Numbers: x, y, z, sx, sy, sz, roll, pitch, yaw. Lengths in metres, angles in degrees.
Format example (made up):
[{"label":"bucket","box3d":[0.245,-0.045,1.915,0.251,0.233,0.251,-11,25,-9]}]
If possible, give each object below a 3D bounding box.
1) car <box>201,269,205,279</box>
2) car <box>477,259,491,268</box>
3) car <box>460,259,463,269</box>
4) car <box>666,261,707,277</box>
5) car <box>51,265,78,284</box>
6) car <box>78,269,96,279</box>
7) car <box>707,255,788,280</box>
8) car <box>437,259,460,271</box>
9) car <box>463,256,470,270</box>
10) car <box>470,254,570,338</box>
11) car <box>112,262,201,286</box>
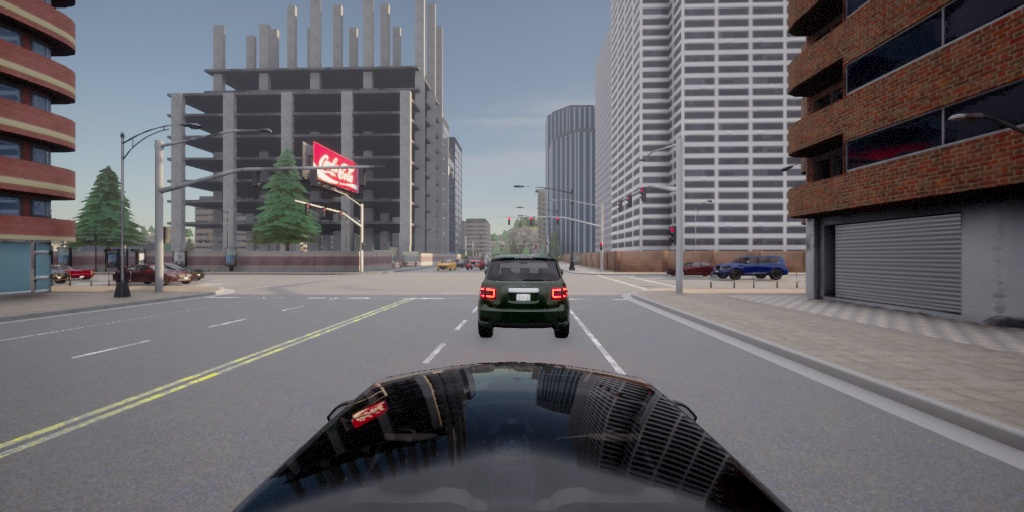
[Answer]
[{"label":"car","box3d":[-27.202,1.227,28.350,5.008,1.535,1.882,0,0,2]},{"label":"car","box3d":[-4.833,1.275,62.156,1.812,1.442,4.674,0,0,3]},{"label":"car","box3d":[-8.494,1.227,58.305,1.882,1.535,5.008,0,0,2]},{"label":"car","box3d":[17.312,1.227,34.099,5.008,1.535,1.882,0,0,2]},{"label":"car","box3d":[-34.005,1.255,25.071,4.892,1.490,1.837,0,0,2]},{"label":"car","box3d":[-36.494,1.350,28.655,4.718,1.301,1.895,0,0,2]},{"label":"car","box3d":[20.227,0.971,30.505,5.566,2.045,2.150,0,0,2]},{"label":"car","box3d":[-8.859,1.227,48.890,1.882,1.535,5.008,0,0,2]},{"label":"car","box3d":[-5.225,0.971,52.140,2.150,2.045,5.566,0,0,2]},{"label":"car","box3d":[0.339,0.971,10.313,2.150,2.045,5.566,0,0,2]},{"label":"car","box3d":[-24.760,1.275,24.769,4.674,1.442,1.812,0,0,2]}]
